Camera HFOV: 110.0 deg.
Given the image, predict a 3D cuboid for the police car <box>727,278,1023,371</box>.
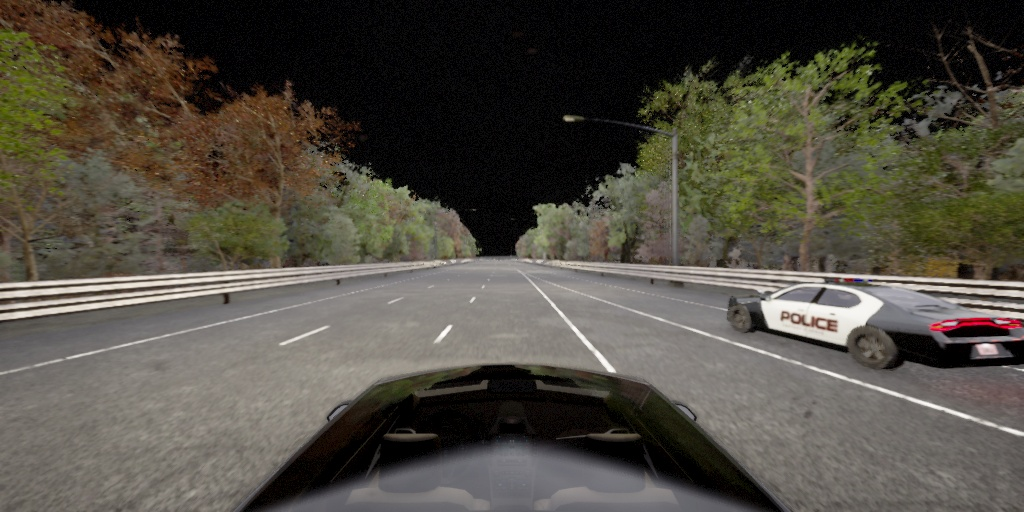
[{"bbox_3d":[7.056,1.274,7.957,2.038,1.542,4.974,0,0,-8],"label":"police car"}]
